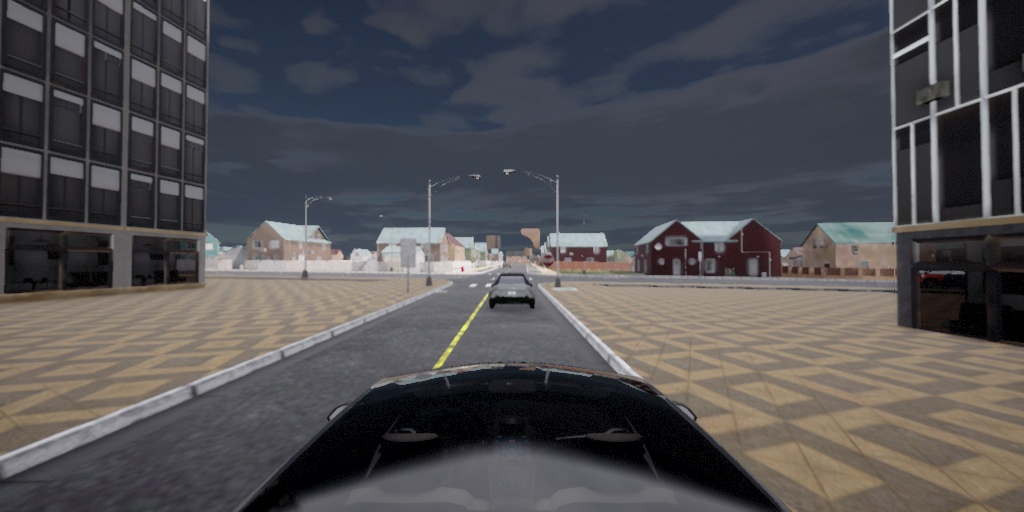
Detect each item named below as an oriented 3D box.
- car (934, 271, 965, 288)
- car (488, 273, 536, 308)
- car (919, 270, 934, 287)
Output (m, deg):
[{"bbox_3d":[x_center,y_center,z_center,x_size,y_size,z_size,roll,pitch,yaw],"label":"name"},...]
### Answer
[{"bbox_3d":[37.478,1.803,28.496,4.553,1.767,2.097,1,-1,8],"label":"car"},{"bbox_3d":[0.003,1.454,16.145,1.994,1.385,4.181,0,-1,0],"label":"car"},{"bbox_3d":[37.915,1.863,31.716,4.553,1.767,2.097,1,-1,8],"label":"car"}]
